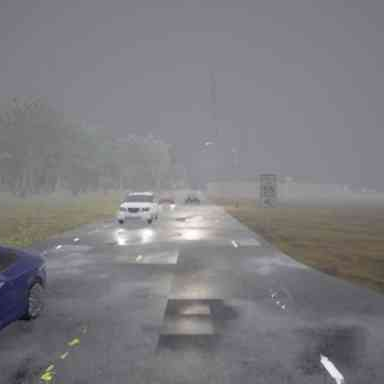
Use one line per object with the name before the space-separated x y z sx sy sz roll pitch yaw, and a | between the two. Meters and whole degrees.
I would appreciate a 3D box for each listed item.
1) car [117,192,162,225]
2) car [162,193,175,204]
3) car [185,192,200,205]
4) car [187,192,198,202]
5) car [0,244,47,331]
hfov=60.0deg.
car | -3.578 1.043 23.041 2.150 2.045 5.566 0 1 0
car | -3.494 0.944 48.019 1.882 1.535 5.008 0 1 1
car | 0.044 0.827 47.467 2.097 1.767 4.553 0 1 0
car | 0.054 0.820 57.513 1.837 1.490 4.892 0 1 0
car | -3.608 1.500 4.493 1.812 1.442 4.674 0 0 0
